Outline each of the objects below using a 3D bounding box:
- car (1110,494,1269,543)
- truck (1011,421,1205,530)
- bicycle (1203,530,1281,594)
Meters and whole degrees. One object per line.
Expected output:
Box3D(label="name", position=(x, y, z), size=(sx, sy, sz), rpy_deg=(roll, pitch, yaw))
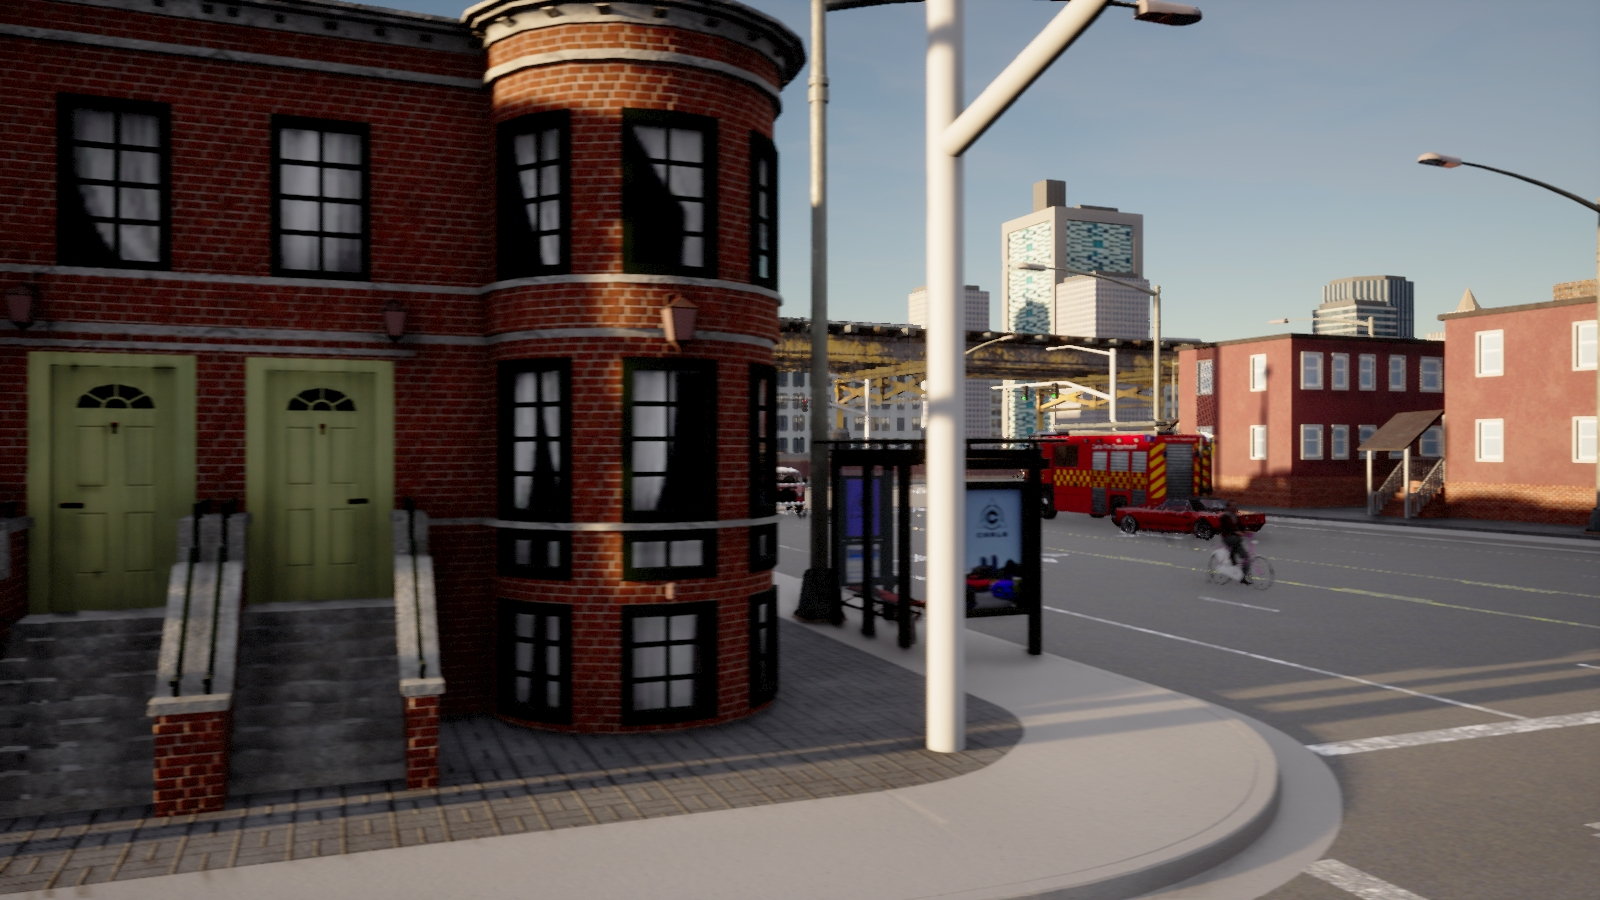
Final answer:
Box3D(label="car", position=(12.488, 2.155, 36.929), size=(1.895, 1.301, 4.718), rpy_deg=(0, 0, -33))
Box3D(label="truck", position=(11.736, 0.891, 44.553), size=(2.891, 3.827, 8.468), rpy_deg=(0, 0, -21))
Box3D(label="bicycle", position=(8.899, 2.233, 23.074), size=(0.329, 1.126, 1.835), rpy_deg=(0, 0, -20))
